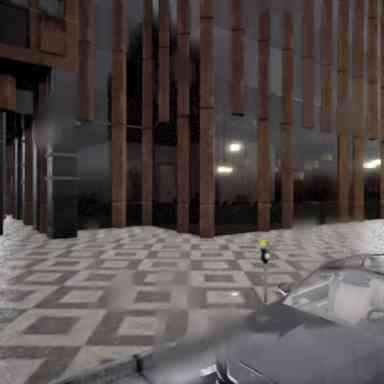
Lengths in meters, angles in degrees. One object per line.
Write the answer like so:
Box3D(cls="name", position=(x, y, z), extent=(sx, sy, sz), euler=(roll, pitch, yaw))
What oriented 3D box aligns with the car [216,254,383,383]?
Box3D(cls="car", position=(2.283, 1.549, 4.136), extent=(4.403, 1.369, 2.008), euler=(0, 0, -35))
